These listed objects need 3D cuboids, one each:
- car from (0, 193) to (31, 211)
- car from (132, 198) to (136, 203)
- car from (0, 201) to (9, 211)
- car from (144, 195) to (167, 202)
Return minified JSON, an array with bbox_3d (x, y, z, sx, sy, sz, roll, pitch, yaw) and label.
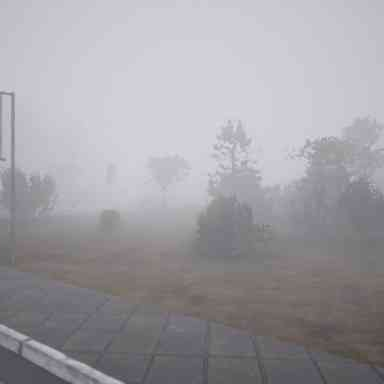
[{"bbox_3d":[-22.732,1.204,40.043,2.150,2.045,5.566,0,0,39],"label":"car"},{"bbox_3d":[-8.319,1.296,57.928,2.128,1.511,4.902,0,1,39],"label":"car"},{"bbox_3d":[-20.748,1.463,36.937,1.882,1.535,5.008,0,0,39],"label":"car"},{"bbox_3d":[-6.279,1.315,54.887,2.128,1.511,4.902,0,1,39],"label":"car"}]
